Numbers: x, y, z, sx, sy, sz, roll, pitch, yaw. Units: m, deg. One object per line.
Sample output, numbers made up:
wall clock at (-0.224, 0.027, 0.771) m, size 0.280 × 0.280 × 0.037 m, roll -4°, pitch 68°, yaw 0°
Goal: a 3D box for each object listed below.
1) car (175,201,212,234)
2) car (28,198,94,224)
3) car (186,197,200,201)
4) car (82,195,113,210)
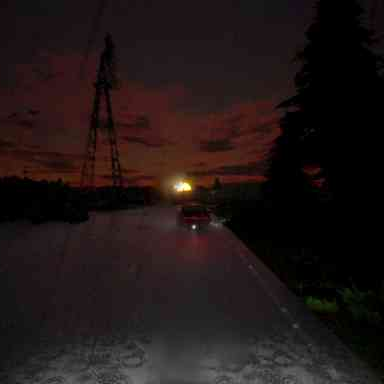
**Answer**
car at (0.099, 1.505, 19.323) m, size 1.837 × 1.490 × 4.892 m, roll 0°, pitch 0°, yaw 0°
car at (-9.544, 1.483, 24.085) m, size 3.988 × 1.617 × 1.851 m, roll 0°, pitch 0°, yaw -1°
car at (0.098, 1.351, 35.374) m, size 2.097 × 1.767 × 4.553 m, roll 0°, pitch 0°, yaw 0°
car at (-11.900, 1.356, 40.931) m, size 3.866 × 1.878 × 1.905 m, roll 0°, pitch 0°, yaw -31°
